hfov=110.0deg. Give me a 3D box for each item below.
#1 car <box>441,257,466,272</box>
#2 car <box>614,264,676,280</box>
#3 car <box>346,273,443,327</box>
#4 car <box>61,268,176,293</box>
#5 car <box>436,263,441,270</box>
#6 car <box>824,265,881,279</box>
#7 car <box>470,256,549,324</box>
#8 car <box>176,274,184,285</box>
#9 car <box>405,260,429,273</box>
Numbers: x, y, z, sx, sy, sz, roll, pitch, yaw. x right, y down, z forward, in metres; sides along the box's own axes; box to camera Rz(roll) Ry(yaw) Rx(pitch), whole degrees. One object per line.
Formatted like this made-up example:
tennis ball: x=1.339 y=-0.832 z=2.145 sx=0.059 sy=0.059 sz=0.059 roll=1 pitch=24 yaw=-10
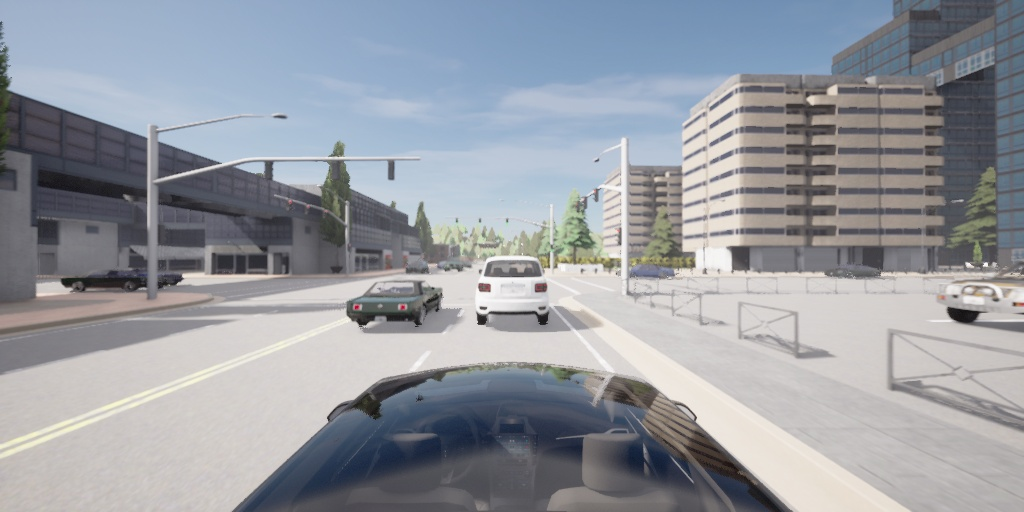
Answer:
car: x=-8.408 y=1.267 z=51.808 sx=2.150 sy=2.045 sz=5.566 roll=0 pitch=0 yaw=-1
car: x=12.557 y=1.487 z=33.954 sx=5.357 sy=1.411 sz=2.033 roll=0 pitch=0 yaw=-2
car: x=-3.534 y=1.411 z=11.801 sx=1.895 sy=1.301 sz=4.718 roll=0 pitch=0 yaw=-1
car: x=-23.624 y=1.469 z=21.538 sx=4.718 sy=1.301 sz=1.895 roll=0 pitch=0 yaw=-1
car: x=-12.165 y=1.644 z=64.061 sx=1.812 sy=1.442 sz=4.674 roll=0 pitch=0 yaw=-1
car: x=32.716 y=1.506 z=34.528 sx=4.181 sy=1.385 sz=1.994 roll=0 pitch=0 yaw=-2
car: x=-0.003 y=1.036 z=12.385 sx=2.150 sy=2.045 sz=5.566 roll=0 pitch=0 yaw=-1
car: x=-25.901 y=1.489 z=24.988 sx=4.718 sy=1.301 sz=1.895 roll=0 pitch=0 yaw=-1
car: x=-11.603 y=1.354 z=44.164 sx=2.097 sy=1.767 sz=4.553 roll=0 pitch=0 yaw=-2
